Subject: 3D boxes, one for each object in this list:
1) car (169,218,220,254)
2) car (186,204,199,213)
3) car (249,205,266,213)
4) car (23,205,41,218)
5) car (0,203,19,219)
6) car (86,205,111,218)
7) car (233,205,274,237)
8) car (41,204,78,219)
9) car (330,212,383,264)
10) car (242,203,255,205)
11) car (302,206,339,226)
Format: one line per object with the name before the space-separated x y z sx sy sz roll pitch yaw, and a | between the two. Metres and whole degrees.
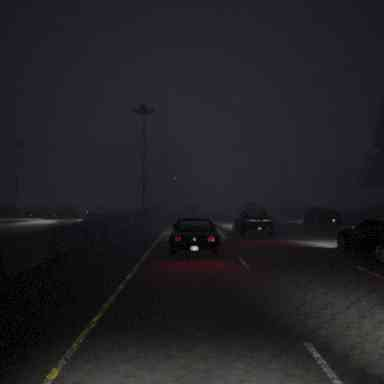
car | 0.098 1.785 14.355 1.895 1.301 4.718 0 -1 0
car | 0.089 2.658 54.647 1.812 1.442 4.674 0 -2 0
car | 10.590 2.715 54.078 1.895 1.301 4.718 0 -2 0
car | -17.540 2.236 38.896 2.033 1.411 5.357 0 -1 1
car | -21.060 1.981 36.564 2.097 1.767 4.553 0 -1 0
car | -10.551 2.190 37.929 1.812 1.442 4.674 0 -2 1
car | 3.597 1.774 20.105 2.128 1.511 4.902 0 -1 0
car | -14.061 2.119 36.384 2.128 1.511 4.902 0 -2 0
car | 7.098 1.678 12.260 1.812 1.442 4.674 0 -1 0
car | 7.092 2.131 42.367 2.097 1.767 4.553 0 -2 0
car | 10.596 1.925 27.293 1.837 1.490 4.892 0 -1 0
